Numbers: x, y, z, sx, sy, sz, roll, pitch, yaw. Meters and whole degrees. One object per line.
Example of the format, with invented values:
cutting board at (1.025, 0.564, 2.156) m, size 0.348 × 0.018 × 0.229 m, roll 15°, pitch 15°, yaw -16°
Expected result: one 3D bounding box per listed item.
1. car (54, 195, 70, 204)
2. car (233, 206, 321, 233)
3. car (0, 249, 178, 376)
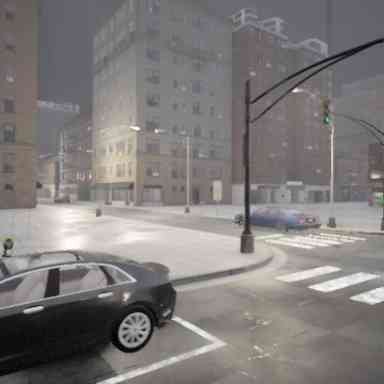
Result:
car at (-22.752, 1.311, 58.280) m, size 1.812 × 1.442 × 4.674 m, roll 0°, pitch 0°, yaw -36°
car at (4.857, 1.547, 19.708) m, size 2.033 × 1.411 × 5.357 m, roll 0°, pitch 0°, yaw -36°
car at (-2.277, 1.554, 4.562) m, size 4.403 × 1.369 × 2.008 m, roll 0°, pitch 0°, yaw -36°
